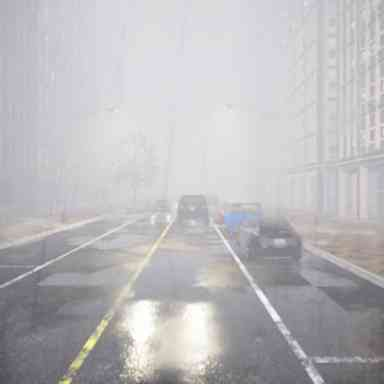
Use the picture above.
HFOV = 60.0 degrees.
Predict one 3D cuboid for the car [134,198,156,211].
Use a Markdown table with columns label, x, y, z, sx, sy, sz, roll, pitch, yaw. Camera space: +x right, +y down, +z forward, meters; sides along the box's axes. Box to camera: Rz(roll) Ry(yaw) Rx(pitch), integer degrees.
| label | x | y | z | sx | sy | sz | roll | pitch | yaw |
| --- | --- | --- | --- | --- | --- | --- | --- | --- | --- |
| car | -5.698 | 1.492 | 40.707 | 2.008 | 1.369 | 4.403 | 0 | 0 | 0 |

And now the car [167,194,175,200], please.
| label | x | y | z | sx | sy | sz | roll | pitch | yaw |
| --- | --- | --- | --- | --- | --- | --- | --- | --- | --- |
| car | -5.712 | 1.372 | 91.937 | 2.008 | 1.369 | 4.403 | 0 | 0 | 0 |

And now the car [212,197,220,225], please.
| label | x | y | z | sx | sy | sz | roll | pitch | yaw |
| --- | --- | --- | --- | --- | --- | --- | --- | --- | --- |
| car | 2.687 | 1.411 | 23.621 | 1.967 | 1.590 | 4.097 | 0 | 0 | 0 |

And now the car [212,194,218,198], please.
| label | x | y | z | sx | sy | sz | roll | pitch | yaw |
| --- | --- | --- | --- | --- | --- | --- | --- | --- | --- |
| car | 2.682 | 1.245 | 46.389 | 2.192 | 1.841 | 5.009 | 0 | 0 | 0 |

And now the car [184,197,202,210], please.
| label | x | y | z | sx | sy | sz | roll | pitch | yaw |
| --- | --- | --- | --- | --- | --- | --- | --- | --- | --- |
| car | 0.088 | 1.431 | 42.152 | 2.128 | 1.511 | 4.902 | 0 | 0 | 0 |

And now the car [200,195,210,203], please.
| label | x | y | z | sx | sy | sz | roll | pitch | yaw |
| --- | --- | --- | --- | --- | --- | --- | --- | --- | --- |
| car | 2.675 | 1.405 | 69.328 | 1.752 | 1.417 | 4.829 | 0 | 0 | 0 |

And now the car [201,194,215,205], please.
| label | x | y | z | sx | sy | sz | roll | pitch | yaw |
| --- | --- | --- | --- | --- | --- | --- | --- | --- | --- |
| car | 2.679 | 1.221 | 57.774 | 2.192 | 1.841 | 5.009 | 0 | 0 | 0 |

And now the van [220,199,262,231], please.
| label | x | y | z | sx | sy | sz | roll | pitch | yaw |
| --- | --- | --- | --- | --- | --- | --- | --- | --- | --- |
| van | 2.689 | 1.320 | 17.930 | 1.690 | 1.788 | 3.998 | 0 | 0 | 0 |

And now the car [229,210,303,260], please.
| label | x | y | z | sx | sy | sz | roll | pitch | yaw |
| --- | --- | --- | --- | --- | --- | --- | --- | --- | --- |
| car | 2.690 | 1.553 | 12.236 | 1.947 | 1.339 | 4.313 | 0 | 0 | 0 |

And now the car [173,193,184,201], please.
| label | x | y | z | sx | sy | sz | roll | pitch | yaw |
| --- | --- | --- | --- | --- | --- | --- | --- | --- | --- |
| car | -3.020 | 1.144 | 75.168 | 2.097 | 1.767 | 4.553 | 0 | 0 | 0 |

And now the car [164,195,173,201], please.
| label | x | y | z | sx | sy | sz | roll | pitch | yaw |
| --- | --- | --- | --- | --- | --- | --- | --- | --- | --- |
| car | -5.708 | 1.434 | 80.551 | 1.802 | 1.307 | 4.206 | 0 | 0 | 0 |

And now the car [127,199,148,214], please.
| label | x | y | z | sx | sy | sz | roll | pitch | yaw |
| --- | --- | --- | --- | --- | --- | --- | --- | --- | --- |
| car | -5.697 | 1.477 | 34.843 | 1.752 | 1.417 | 4.829 | 0 | 0 | 0 |

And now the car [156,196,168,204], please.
| label | x | y | z | sx | sy | sz | roll | pitch | yaw |
| --- | --- | --- | --- | --- | --- | --- | --- | --- | --- |
| car | -5.704 | 1.445 | 63.476 | 2.008 | 1.369 | 4.403 | 0 | 0 | 0 |

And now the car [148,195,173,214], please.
| label | x | y | z | sx | sy | sz | roll | pitch | yaw |
| --- | --- | --- | --- | --- | --- | --- | --- | --- | --- |
| car | -3.106 | 1.430 | 34.610 | 1.882 | 1.535 | 5.008 | 0 | 0 | 0 |

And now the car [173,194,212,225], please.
| label | x | y | z | sx | sy | sz | roll | pitch | yaw |
| --- | --- | --- | --- | --- | --- | --- | --- | --- | --- |
| car | 0.096 | 1.188 | 23.801 | 2.150 | 2.045 | 5.566 | 0 | -1 | 1 |
